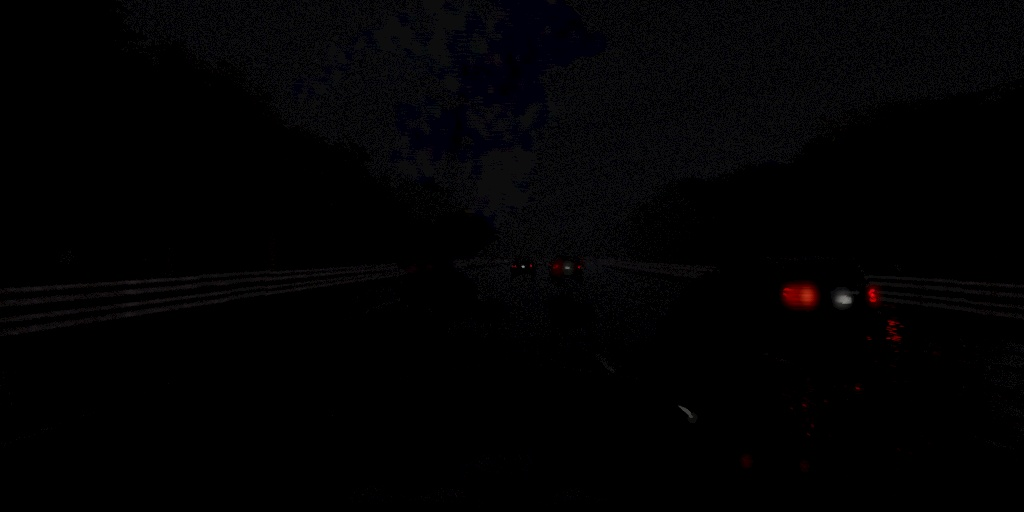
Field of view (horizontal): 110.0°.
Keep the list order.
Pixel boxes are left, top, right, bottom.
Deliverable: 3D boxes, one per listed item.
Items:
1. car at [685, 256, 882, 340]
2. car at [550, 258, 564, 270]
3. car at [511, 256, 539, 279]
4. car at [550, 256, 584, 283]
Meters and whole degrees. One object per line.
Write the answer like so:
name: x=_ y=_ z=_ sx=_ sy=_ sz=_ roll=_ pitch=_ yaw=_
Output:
car: x=7.157 y=1.020 z=10.326 sx=2.150 sy=2.045 sz=5.566 roll=0 pitch=0 yaw=1
car: x=7.084 y=1.169 z=56.206 sx=2.097 sy=1.767 sz=4.553 roll=0 pitch=0 yaw=8
car: x=1.147 y=0.988 z=32.847 sx=2.150 sy=2.045 sz=5.566 roll=0 pitch=0 yaw=5
car: x=4.298 y=1.005 z=28.559 sx=2.150 sy=2.045 sz=5.566 roll=0 pitch=0 yaw=4
